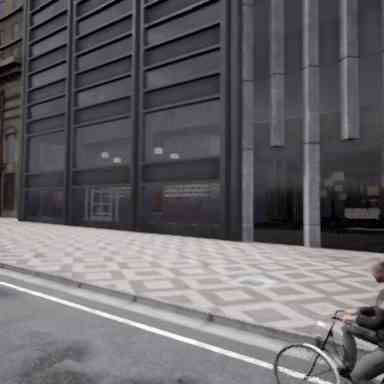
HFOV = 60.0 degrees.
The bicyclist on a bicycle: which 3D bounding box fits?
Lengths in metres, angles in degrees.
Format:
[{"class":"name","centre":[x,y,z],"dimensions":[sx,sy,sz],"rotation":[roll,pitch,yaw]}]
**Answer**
[{"class":"bicyclist on a bicycle","centre":[1.707,1.530,3.373],"dimensions":[1.843,1.776,0.659],"rotation":[0,-2,35]}]
